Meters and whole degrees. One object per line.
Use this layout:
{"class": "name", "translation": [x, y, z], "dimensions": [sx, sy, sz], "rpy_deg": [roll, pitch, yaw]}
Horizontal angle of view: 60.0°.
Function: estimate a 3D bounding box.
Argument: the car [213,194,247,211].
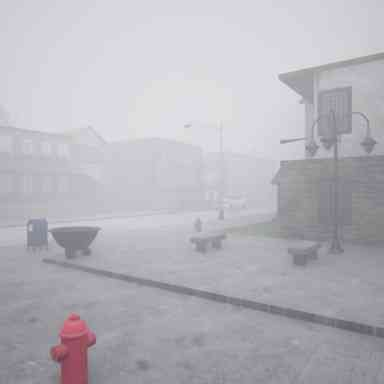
{"class": "car", "translation": [4.779, 1.220, 40.737], "dimensions": [2.150, 2.045, 5.566], "rpy_deg": [0, 0, 36]}
